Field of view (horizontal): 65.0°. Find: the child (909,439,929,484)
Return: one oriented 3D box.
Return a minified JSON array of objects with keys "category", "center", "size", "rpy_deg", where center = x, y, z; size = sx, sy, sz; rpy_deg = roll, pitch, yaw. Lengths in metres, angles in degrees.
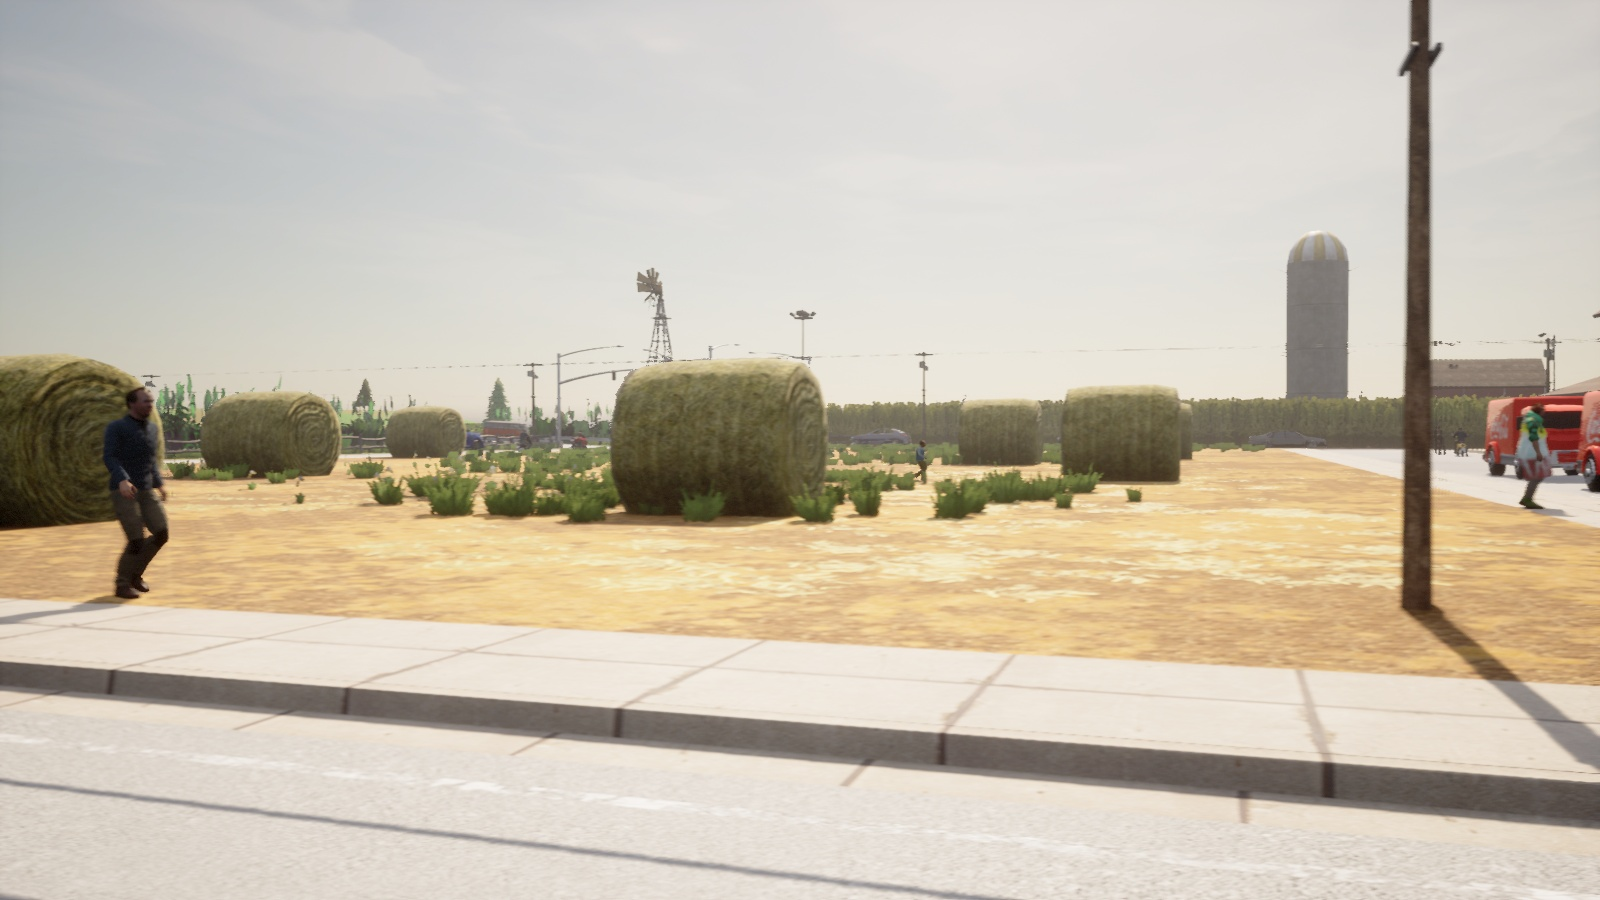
[{"category":"child","center":[3.166,0.295,33.332],"size":[0.448,1.192,0.343],"rpy_deg":[1,1,20]}]

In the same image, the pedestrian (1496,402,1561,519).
[{"category":"pedestrian","center":[12.431,0.173,21.445],"size":[0.873,1.952,0.659],"rpy_deg":[1,1,24]}]

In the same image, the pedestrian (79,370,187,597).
[{"category":"pedestrian","center":[-5.570,0.266,10.496],"size":[0.726,1.842,0.402],"rpy_deg":[1,1,19]}]

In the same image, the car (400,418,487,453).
[{"category":"car","center":[-21.694,-0.881,76.678],"size":[2.150,2.045,5.566],"rpy_deg":[1,1,21]}]

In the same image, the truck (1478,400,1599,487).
[{"category":"truck","center":[22.860,-0.222,38.579],"size":[2.627,2.467,5.204],"rpy_deg":[0,1,17]}]

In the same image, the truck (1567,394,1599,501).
[{"category":"truck","center":[19.681,-0.054,28.522],"size":[2.627,2.467,5.204],"rpy_deg":[1,1,17]}]

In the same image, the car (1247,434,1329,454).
[{"category":"car","center":[35.039,-0.434,90.326],"size":[5.357,1.411,2.033],"rpy_deg":[1,1,19]}]
